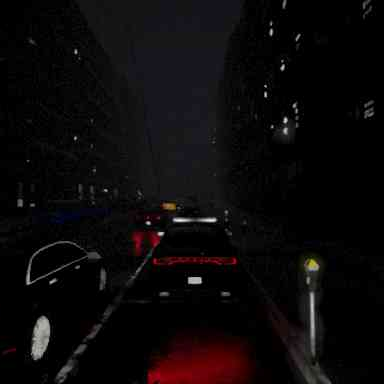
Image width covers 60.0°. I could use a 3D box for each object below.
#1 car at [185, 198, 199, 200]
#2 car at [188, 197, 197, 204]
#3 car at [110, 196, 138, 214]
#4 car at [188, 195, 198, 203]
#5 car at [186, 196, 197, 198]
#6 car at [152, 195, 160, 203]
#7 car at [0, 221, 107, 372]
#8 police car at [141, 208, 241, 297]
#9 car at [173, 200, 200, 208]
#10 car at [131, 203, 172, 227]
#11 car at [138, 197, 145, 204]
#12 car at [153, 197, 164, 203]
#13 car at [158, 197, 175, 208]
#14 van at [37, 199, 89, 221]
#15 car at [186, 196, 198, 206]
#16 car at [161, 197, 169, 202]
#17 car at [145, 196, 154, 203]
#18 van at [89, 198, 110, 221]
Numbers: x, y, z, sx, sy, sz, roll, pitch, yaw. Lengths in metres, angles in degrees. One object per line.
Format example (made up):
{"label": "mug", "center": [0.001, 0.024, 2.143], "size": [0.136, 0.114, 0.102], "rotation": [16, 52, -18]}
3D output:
{"label": "car", "center": [-0.149, 1.610, 31.741], "size": [1.887, 1.381, 4.507], "rotation": [1, 0, 1]}
{"label": "car", "center": [0.150, 1.796, 70.459], "size": [1.802, 1.307, 4.206], "rotation": [1, 0, 1]}
{"label": "car", "center": [-7.976, 1.416, 37.401], "size": [2.192, 1.841, 5.009], "rotation": [1, 0, 1]}
{"label": "car", "center": [0.249, 1.589, 81.522], "size": [2.192, 1.841, 5.009], "rotation": [1, 0, 1]}
{"label": "car", "center": [-0.092, 1.522, 37.273], "size": [1.967, 1.590, 4.097], "rotation": [1, 0, 1]}
{"label": "car", "center": [-7.691, 1.549, 70.582], "size": [2.192, 1.841, 5.009], "rotation": [1, 0, 1]}
{"label": "car", "center": [-2.858, 1.520, 5.726], "size": [1.837, 1.490, 4.892], "rotation": [0, 0, 0]}
{"label": "police car", "center": [0.077, 1.437, 8.748], "size": [1.930, 1.638, 5.238], "rotation": [0, 0, 0]}
{"label": "car", "center": [-0.196, 1.594, 26.211], "size": [1.887, 1.381, 4.507], "rotation": [1, 0, 1]}
{"label": "car", "center": [-2.700, 1.648, 23.118], "size": [1.895, 1.301, 4.718], "rotation": [0, 0, 1]}
{"label": "car", "center": [-7.928, 1.434, 42.931], "size": [2.192, 1.841, 5.009], "rotation": [1, 0, 1]}
{"label": "car", "center": [-7.648, 1.807, 76.113], "size": [1.887, 1.381, 4.507], "rotation": [1, 0, 1]}
{"label": "car", "center": [-2.656, 1.554, 40.569], "size": [1.801, 1.575, 5.366], "rotation": [0, 0, 0]}
{"label": "van", "center": [-8.119, 1.396, 20.809], "size": [1.690, 1.788, 3.998], "rotation": [1, 0, 1]}
{"label": "car", "center": [0.057, 1.603, 59.397], "size": [1.967, 1.590, 4.097], "rotation": [1, 0, 1]}
{"label": "car", "center": [-7.506, 1.943, 92.705], "size": [1.802, 1.307, 4.206], "rotation": [1, 0, 1]}
{"label": "car", "center": [-7.839, 1.725, 53.993], "size": [1.947, 1.339, 4.313], "rotation": [1, 0, 1]}
{"label": "van", "center": [-8.072, 1.410, 26.341], "size": [1.690, 1.788, 3.998], "rotation": [1, 0, 1]}
